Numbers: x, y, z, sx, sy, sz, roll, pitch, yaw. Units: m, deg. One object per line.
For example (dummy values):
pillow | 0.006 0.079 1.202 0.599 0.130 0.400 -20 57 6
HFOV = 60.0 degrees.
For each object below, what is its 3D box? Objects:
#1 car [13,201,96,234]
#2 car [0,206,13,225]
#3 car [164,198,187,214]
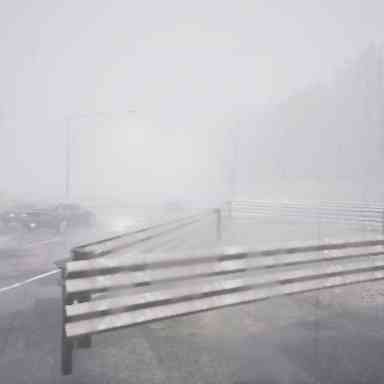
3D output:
car | -6.928 1.284 17.883 1.837 1.490 4.892 1 0 12
car | -9.963 1.284 21.017 1.994 1.385 4.181 1 0 9
car | -1.570 1.264 32.129 1.812 1.442 4.674 1 0 4
